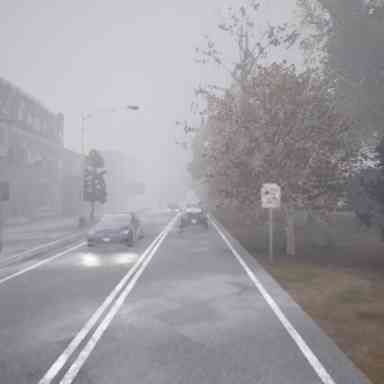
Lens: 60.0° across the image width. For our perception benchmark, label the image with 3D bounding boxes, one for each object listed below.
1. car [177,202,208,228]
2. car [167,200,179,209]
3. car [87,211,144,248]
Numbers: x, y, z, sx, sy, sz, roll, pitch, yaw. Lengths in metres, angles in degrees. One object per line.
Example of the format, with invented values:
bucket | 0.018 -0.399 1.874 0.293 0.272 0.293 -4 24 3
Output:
car | 0.133 1.687 23.134 1.812 1.442 4.674 0 -1 0
car | -3.162 2.118 55.915 1.837 1.490 4.892 0 -1 1
car | -3.334 1.605 15.274 1.812 1.442 4.674 0 0 0
